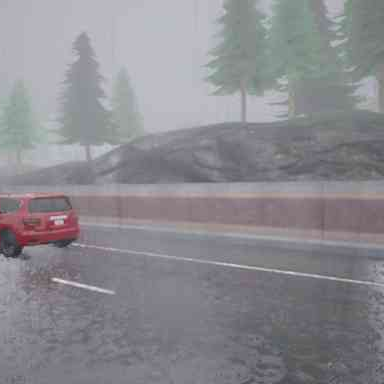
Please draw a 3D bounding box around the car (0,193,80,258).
[{"bbox_3d":[-6.583,1.075,12.331,5.566,2.045,2.150,0,1,33],"label":"car"}]
